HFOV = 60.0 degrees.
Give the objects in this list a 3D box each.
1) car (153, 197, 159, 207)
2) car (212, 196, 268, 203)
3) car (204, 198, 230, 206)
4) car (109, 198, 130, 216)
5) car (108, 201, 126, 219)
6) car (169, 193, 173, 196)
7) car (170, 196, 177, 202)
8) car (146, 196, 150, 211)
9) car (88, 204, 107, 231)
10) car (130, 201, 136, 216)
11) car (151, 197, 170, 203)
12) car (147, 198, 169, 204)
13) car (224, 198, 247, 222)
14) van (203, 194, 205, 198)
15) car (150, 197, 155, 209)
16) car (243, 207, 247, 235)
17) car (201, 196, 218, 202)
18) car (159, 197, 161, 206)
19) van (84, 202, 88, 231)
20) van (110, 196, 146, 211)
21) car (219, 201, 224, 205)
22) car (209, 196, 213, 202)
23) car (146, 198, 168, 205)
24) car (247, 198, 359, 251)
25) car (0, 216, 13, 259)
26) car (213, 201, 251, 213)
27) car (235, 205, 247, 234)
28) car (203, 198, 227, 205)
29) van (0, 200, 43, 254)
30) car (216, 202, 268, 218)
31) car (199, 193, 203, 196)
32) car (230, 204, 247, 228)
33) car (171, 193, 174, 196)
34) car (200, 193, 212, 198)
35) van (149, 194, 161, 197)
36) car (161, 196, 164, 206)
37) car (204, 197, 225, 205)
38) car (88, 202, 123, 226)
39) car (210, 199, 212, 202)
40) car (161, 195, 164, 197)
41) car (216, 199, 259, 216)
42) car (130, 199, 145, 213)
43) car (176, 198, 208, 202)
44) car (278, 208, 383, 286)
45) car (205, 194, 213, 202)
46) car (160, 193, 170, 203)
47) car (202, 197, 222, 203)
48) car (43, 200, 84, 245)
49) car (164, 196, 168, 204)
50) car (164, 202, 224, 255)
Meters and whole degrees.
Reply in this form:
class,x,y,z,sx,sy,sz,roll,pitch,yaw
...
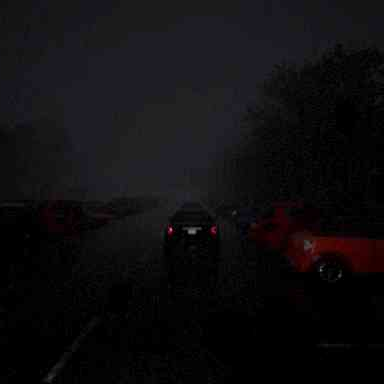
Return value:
class,x,y,z,sx,sy,sz,roll,pitch,yaw
car,-8.046,1.922,50.900,5.008,1.535,2.097,0,0,0
car,5.012,1.516,31.435,5.566,2.045,2.435,0,0,0
car,5.224,2.054,70.423,5.366,1.575,1.946,0,0,0
car,-8.071,1.618,28.635,4.553,1.767,2.185,0,-1,0
car,-8.034,1.720,25.849,4.892,1.521,2.231,0,0,0
car,-8.010,1.941,87.103,4.553,1.767,2.185,0,0,0
car,-3.501,2.104,71.020,1.812,1.442,4.674,0,0,0
car,-8.072,1.732,42.551,4.553,1.767,2.185,0,0,0
car,-8.046,1.670,20.283,4.892,1.521,2.231,0,-1,0
car,-8.038,1.807,31.416,4.674,1.452,2.002,0,0,0
car,-8.038,2.125,84.317,4.674,1.452,2.002,0,0,0
car,-8.046,2.096,78.738,5.008,1.535,2.097,0,0,0
car,5.071,1.593,25.865,4.553,1.767,2.185,0,-1,0
van,4.923,1.793,64.854,4.442,1.987,1.878,0,0,0
car,-8.226,1.877,45.333,5.366,1.575,1.946,0,0,0
car,5.225,1.616,14.849,5.366,1.575,1.946,0,-1,0
car,5.033,1.960,95.511,4.892,1.521,2.231,0,1,0
car,-8.035,1.942,53.683,5.008,1.535,2.097,0,0,0
van,-8.157,1.418,17.502,4.442,1.987,1.878,0,-1,0
van,-8.158,1.611,39.831,4.442,1.987,1.878,0,0,0
car,5.046,1.745,28.649,4.892,1.521,2.231,0,0,0
car,5.008,1.754,45.360,4.553,1.767,2.185,0,0,0
car,-8.070,2.120,75.951,4.792,1.488,2.163,0,0,0
car,5.068,1.342,12.067,5.566,2.045,2.435,0,-1,0
car,-8.046,1.567,9.151,4.892,1.521,2.231,0,-1,0
car,5.042,1.898,42.573,4.674,1.452,2.002,0,0,0
car,5.045,1.643,17.509,5.008,1.535,2.097,0,-1,0
car,5.034,2.077,73.331,5.008,1.535,2.097,0,0,0
van,-8.156,1.367,12.060,4.442,1.987,1.878,0,-1,0
car,5.044,1.790,34.220,5.008,1.535,2.097,0,0,0
car,5.067,1.843,81.697,5.566,2.045,2.435,0,0,0
car,5.010,1.698,20.295,4.792,1.488,2.163,0,-1,0
car,-8.010,1.915,89.883,4.553,1.767,2.185,0,1,0
car,5.011,1.787,67.639,5.566,2.045,2.435,0,0,0
van,-7.924,1.736,56.468,4.442,1.987,1.878,0,0,0
car,-8.034,1.983,59.250,4.892,1.521,2.231,0,0,0
car,5.070,1.965,76.117,4.553,1.767,2.185,0,0,0
car,-7.855,1.691,23.066,5.366,1.575,1.946,0,-1,0
car,5.034,1.836,39.789,5.008,1.535,2.097,0,0,0
car,-8.072,1.876,62.159,4.553,1.767,2.185,0,0,0
car,5.007,1.688,37.006,4.553,1.767,2.185,0,0,0
car,-8.070,1.843,36.982,4.792,1.488,2.163,0,0,0
car,0.002,1.617,29.098,2.097,1.767,4.553,0,-1,0
car,5.009,1.440,9.157,4.553,1.767,2.185,0,-1,0
car,5.011,1.650,48.144,5.566,2.045,2.435,0,0,0
car,-8.013,1.806,70.384,5.566,2.045,2.435,0,0,0
car,5.044,2.083,84.487,5.008,1.535,2.097,0,0,0
car,-8.068,1.366,14.719,5.566,2.045,2.435,0,-1,0
car,-8.046,2.038,67.599,5.008,1.535,2.097,0,0,0
car,0.003,1.482,14.089,2.097,1.767,4.553,0,-1,0
